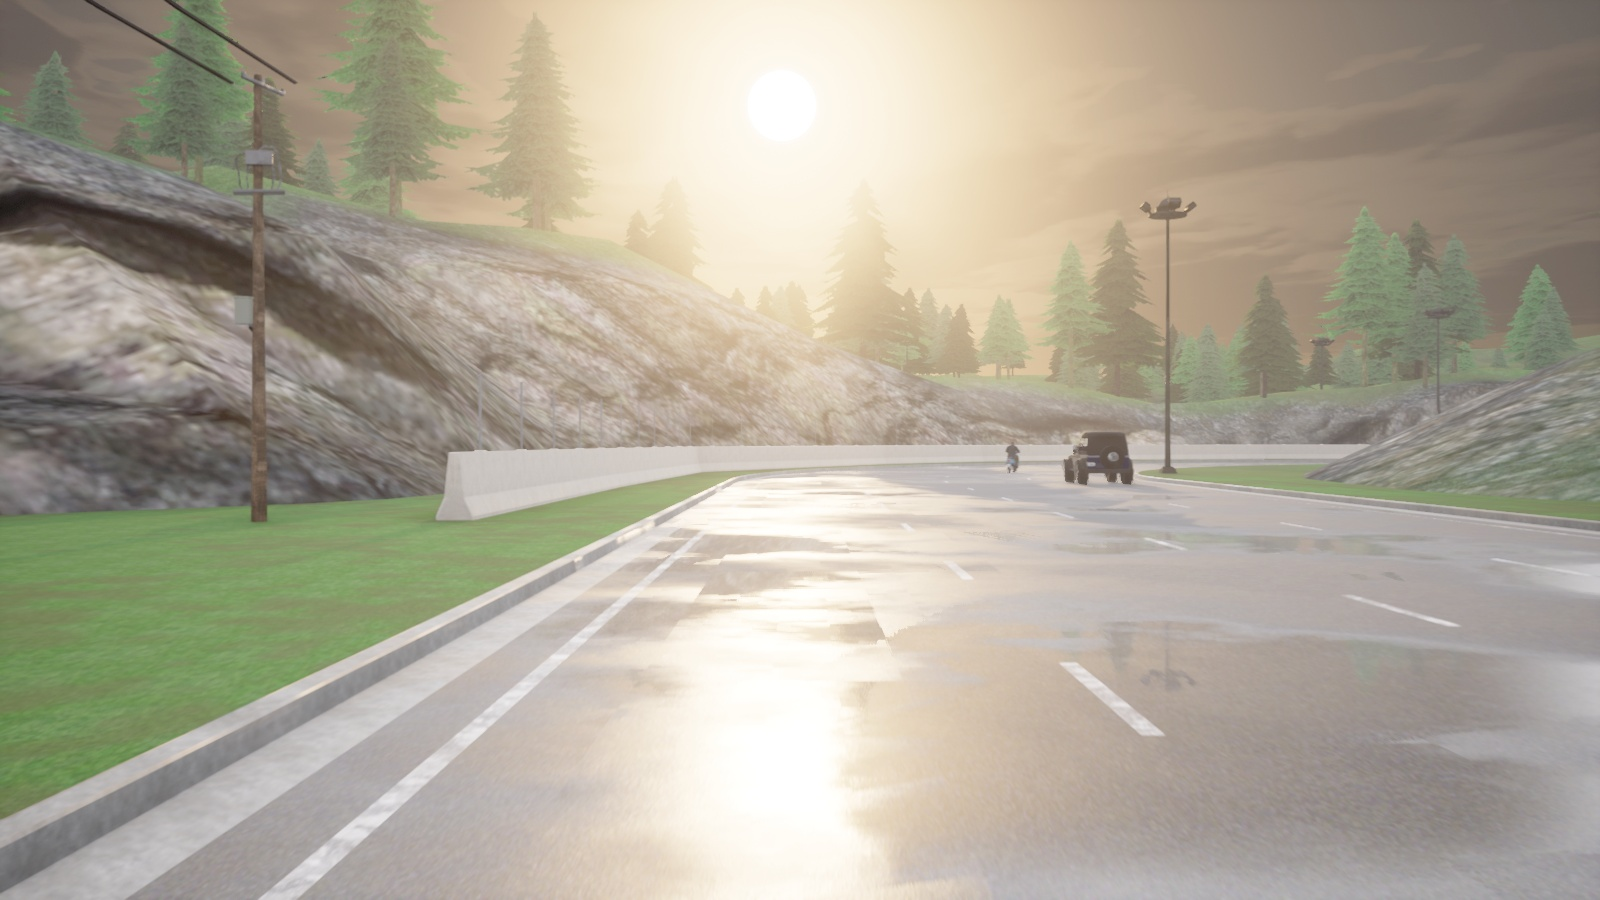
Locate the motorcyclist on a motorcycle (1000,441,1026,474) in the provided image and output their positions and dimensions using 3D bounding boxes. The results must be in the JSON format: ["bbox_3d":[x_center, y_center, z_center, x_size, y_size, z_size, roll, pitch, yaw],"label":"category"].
[{"bbox_3d":[10.541,0.358,62.067,0.866,1.590,1.817,2,1,22],"label":"motorcyclist on a motorcycle"}]

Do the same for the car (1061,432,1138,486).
[{"bbox_3d":[10.784,0.294,45.521,1.905,1.878,3.866,0,0,1],"label":"car"}]
